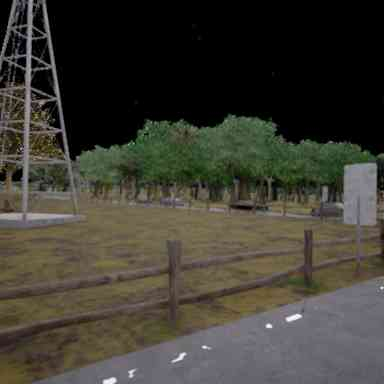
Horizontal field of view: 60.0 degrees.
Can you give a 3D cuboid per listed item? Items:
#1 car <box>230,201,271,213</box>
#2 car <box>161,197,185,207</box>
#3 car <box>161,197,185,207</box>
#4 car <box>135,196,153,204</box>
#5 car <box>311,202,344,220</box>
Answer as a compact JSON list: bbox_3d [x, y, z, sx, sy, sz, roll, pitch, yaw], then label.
[{"bbox_3d":[6.470,1.622,36.881,1.895,1.301,4.718,2,-1,-36],"label":"car"},{"bbox_3d":[-2.896,1.507,50.023,2.128,1.511,4.902,2,-1,-35],"label":"car"},{"bbox_3d":[-3.242,1.614,55.440,1.812,1.442,4.674,2,-1,-35],"label":"car"},{"bbox_3d":[-9.288,1.561,63.807,2.128,1.511,4.902,2,-1,-36],"label":"car"},{"bbox_3d":[12.397,1.589,28.595,1.994,1.385,4.181,2,-1,-36],"label":"car"}]
